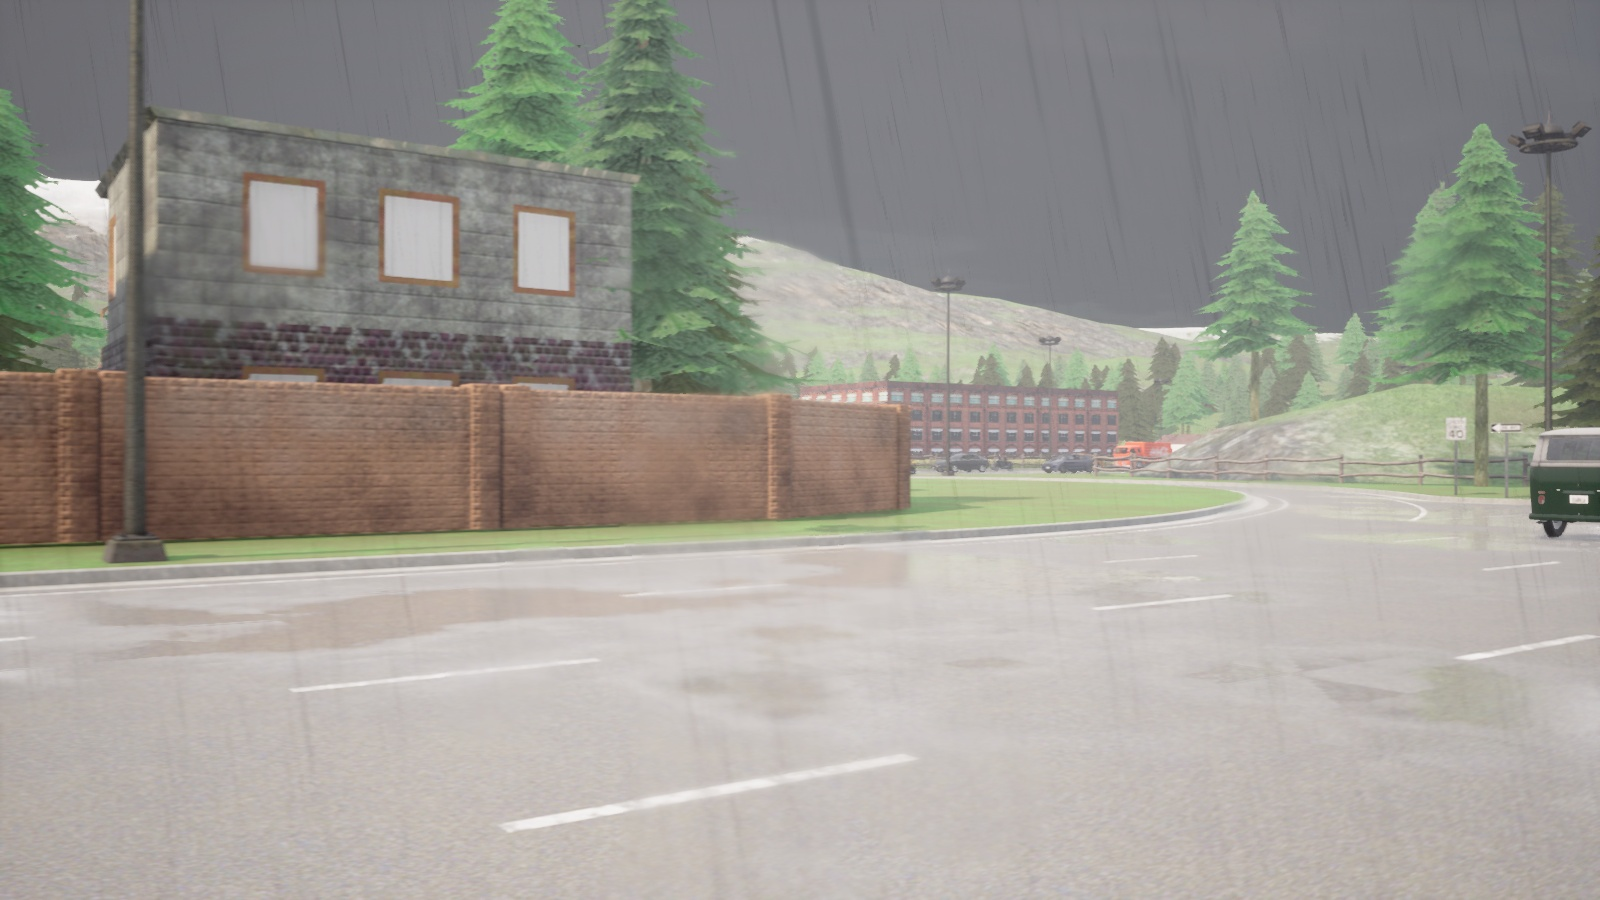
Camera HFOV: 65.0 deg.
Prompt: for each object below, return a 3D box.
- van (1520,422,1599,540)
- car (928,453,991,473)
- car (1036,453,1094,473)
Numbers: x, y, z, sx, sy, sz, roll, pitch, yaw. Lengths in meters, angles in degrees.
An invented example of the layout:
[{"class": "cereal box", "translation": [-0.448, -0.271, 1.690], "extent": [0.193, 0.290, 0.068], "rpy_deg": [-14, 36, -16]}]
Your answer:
[{"class": "van", "translation": [14.992, 0.521, 22.625], "extent": [4.442, 1.987, 1.775], "rpy_deg": [0, 0, -35]}, {"class": "car", "translation": [12.347, 0.961, 97.034], "extent": [4.892, 1.490, 1.837], "rpy_deg": [0, 0, -35]}, {"class": "car", "translation": [19.785, 0.946, 93.665], "extent": [4.193, 1.474, 1.816], "rpy_deg": [0, 0, -35]}]
